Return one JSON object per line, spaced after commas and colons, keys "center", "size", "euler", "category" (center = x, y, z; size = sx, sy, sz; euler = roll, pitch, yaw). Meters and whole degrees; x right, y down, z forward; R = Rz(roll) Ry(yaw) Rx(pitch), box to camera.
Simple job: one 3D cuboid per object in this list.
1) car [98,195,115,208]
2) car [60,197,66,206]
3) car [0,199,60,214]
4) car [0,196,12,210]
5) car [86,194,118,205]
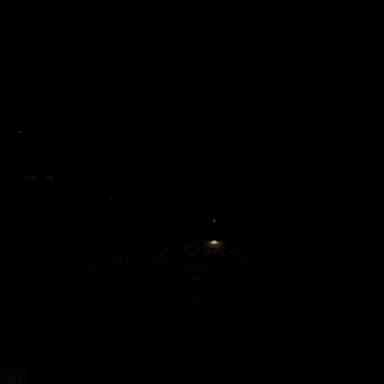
{"center": [-8.959, 1.243, 40.030], "size": [1.802, 1.307, 4.206], "euler": [2, 2, 35], "category": "car"}
{"center": [-16.207, 1.131, 44.547], "size": [2.008, 1.369, 4.403], "euler": [2, 2, 35], "category": "car"}
{"center": [-15.198, 1.341, 31.269], "size": [2.008, 1.369, 4.403], "euler": [2, 2, 35], "category": "car"}
{"center": [-22.342, 1.232, 35.933], "size": [1.752, 1.417, 4.829], "euler": [2, 2, 35], "category": "car"}
{"center": [-13.190, 1.081, 48.784], "size": [1.947, 1.339, 4.313], "euler": [2, 2, 35], "category": "car"}
